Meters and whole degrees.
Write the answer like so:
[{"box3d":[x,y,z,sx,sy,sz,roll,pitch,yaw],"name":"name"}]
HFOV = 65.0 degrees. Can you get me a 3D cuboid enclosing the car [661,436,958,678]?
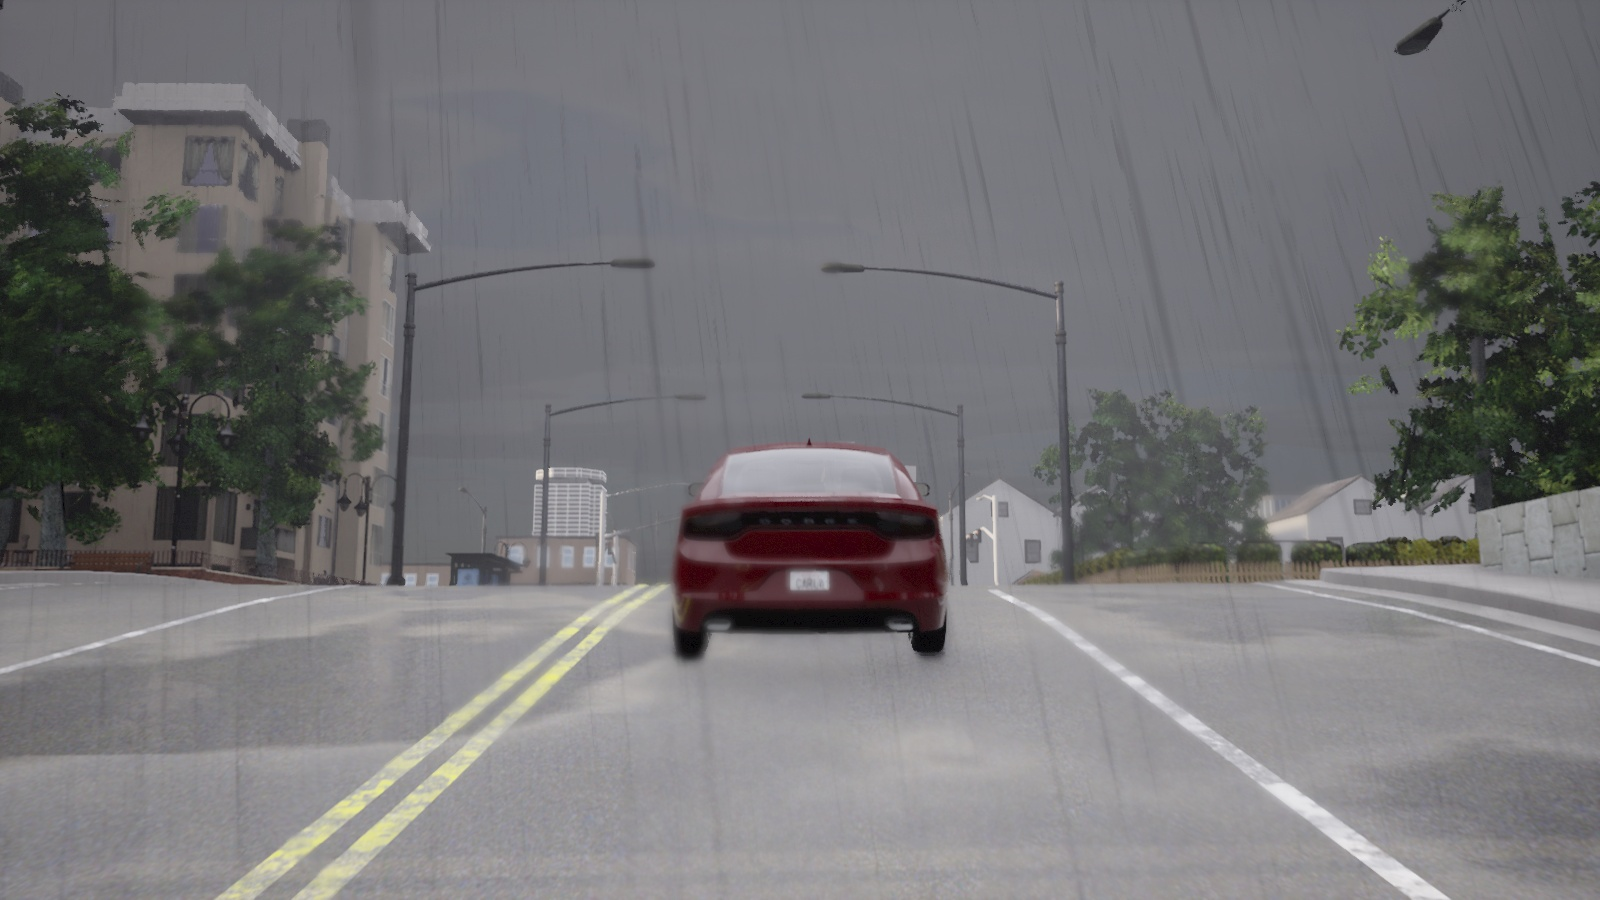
[{"box3d":[0.074,0.690,10.481,1.882,1.535,5.008,0,0,0],"name":"car"}]
